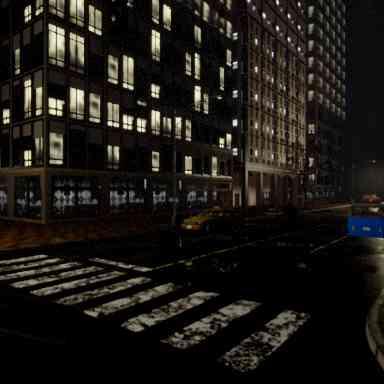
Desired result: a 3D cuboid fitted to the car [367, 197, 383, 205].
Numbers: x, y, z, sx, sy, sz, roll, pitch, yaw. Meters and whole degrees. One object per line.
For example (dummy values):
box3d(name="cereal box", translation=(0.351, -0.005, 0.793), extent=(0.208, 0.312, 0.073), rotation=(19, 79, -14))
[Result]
box3d(name="car", translation=(34.562, 1.627, 62.624), extent=(2.008, 1.369, 4.403), rotation=(0, 0, 38))

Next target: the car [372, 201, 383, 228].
box3d(name="car", translation=(13.667, 1.472, 22.541), extent=(1.967, 1.590, 4.097), rotation=(0, 0, 38))

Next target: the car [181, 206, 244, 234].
box3d(name="car", translation=(1.316, 1.542, 19.622), extent=(1.752, 1.417, 4.829), rotation=(0, 0, 38))

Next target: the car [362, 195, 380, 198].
box3d(name="car", translation=(31.170, 1.383, 58.215), extent=(2.192, 1.841, 5.009), rotation=(0, 0, 38))

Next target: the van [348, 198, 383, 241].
box3d(name="van", translation=(8.707, 1.368, 15.911), extent=(1.690, 1.788, 3.998), rotation=(0, 0, 38))

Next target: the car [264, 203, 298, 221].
box3d(name="car", translation=(7.422, 1.606, 27.347), extent=(1.802, 1.307, 4.206), rotation=(0, 0, 38))
